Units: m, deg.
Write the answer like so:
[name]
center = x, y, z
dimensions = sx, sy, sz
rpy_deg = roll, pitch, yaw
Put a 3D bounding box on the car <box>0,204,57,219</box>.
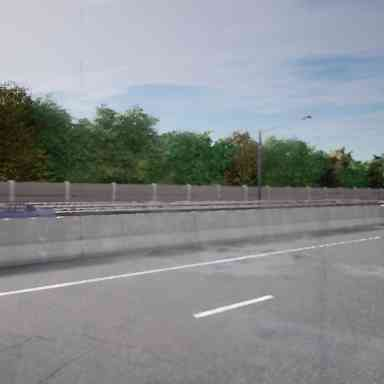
[car]
center = -11.687, 1.448, 21.491
dimensions = 5.357, 1.411, 2.033
rpy_deg = 0, -2, -36
